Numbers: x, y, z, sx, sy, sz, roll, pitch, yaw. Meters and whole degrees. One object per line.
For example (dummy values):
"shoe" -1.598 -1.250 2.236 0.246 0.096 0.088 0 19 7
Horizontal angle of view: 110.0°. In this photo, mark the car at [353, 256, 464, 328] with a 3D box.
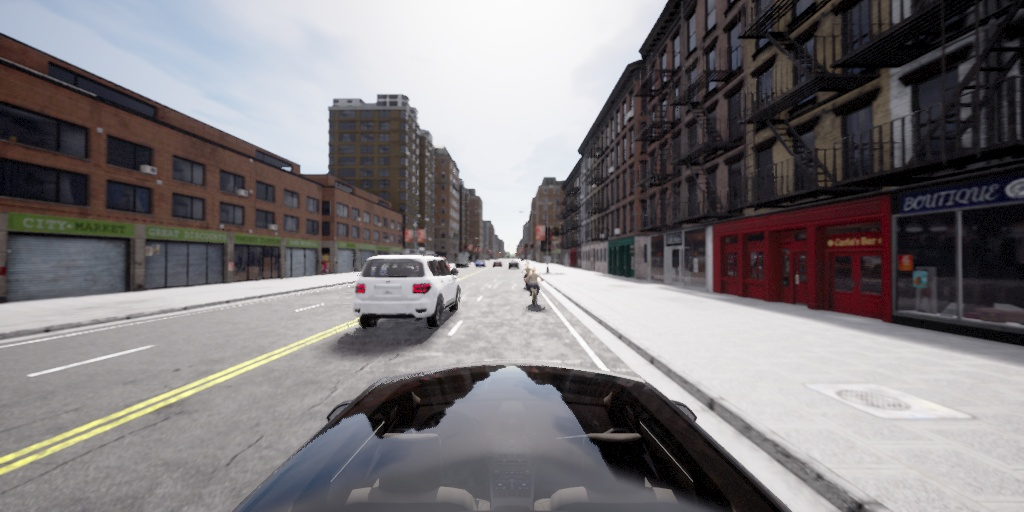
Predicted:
"car" -3.113 1.018 11.698 2.150 2.045 5.566 0 0 0

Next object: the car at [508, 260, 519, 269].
"car" 0.309 1.514 62.408 1.837 1.490 4.892 0 0 1

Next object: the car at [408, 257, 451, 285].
"car" -6.492 1.097 29.027 2.150 2.045 5.566 0 0 0

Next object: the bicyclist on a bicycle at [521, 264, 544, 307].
"bicyclist on a bicycle" 0.910 1.251 14.996 0.866 1.612 1.509 0 0 1
